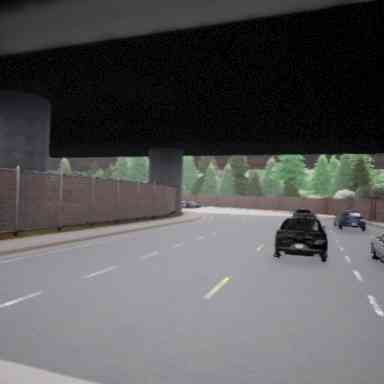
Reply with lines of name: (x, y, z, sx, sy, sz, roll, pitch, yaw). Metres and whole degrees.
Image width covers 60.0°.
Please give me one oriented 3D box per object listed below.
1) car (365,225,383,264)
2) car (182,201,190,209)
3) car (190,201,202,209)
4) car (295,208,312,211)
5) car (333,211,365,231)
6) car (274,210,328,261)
car: (7.269, 1.942, 11.072, 1.895, 1.301, 4.718, 1, -1, 20)
car: (-3.390, 1.861, 57.225, 2.150, 2.045, 5.566, 2, -1, -42)
car: (-0.199, 2.310, 58.708, 1.994, 1.385, 4.181, 2, -1, -39)
car: (9.011, 2.099, 27.051, 1.837, 1.490, 4.892, 1, 0, 17)
car: (12.470, 2.205, 26.468, 1.812, 1.442, 4.674, 1, -1, 16)
car: (4.601, 1.782, 13.934, 1.882, 1.535, 5.008, 1, 0, 20)
